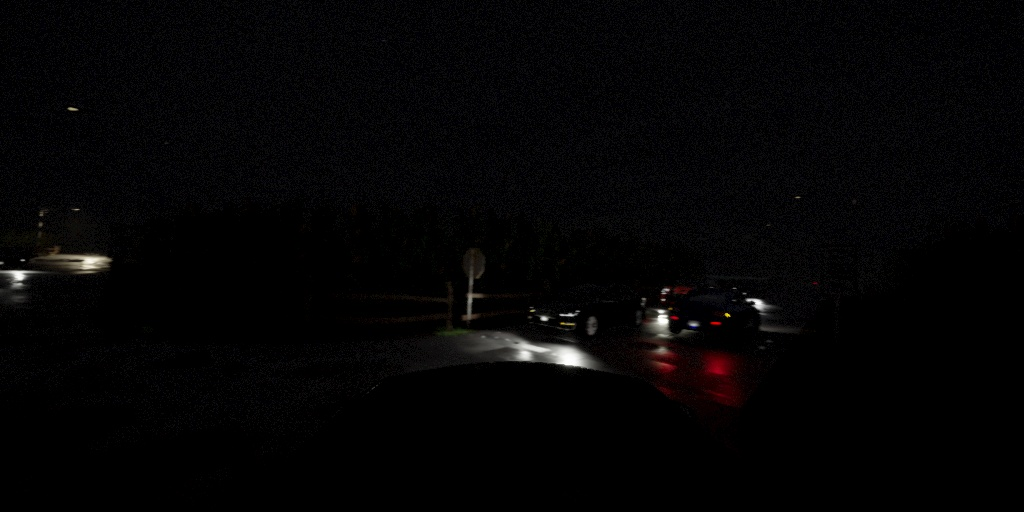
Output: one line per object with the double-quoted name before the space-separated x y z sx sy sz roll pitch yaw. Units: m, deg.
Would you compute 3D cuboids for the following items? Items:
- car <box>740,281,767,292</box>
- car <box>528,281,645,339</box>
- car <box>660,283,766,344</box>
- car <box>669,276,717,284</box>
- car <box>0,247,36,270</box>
"car" 20.254 2.841 30.534 1.895 1.301 4.718 1 -2 43
"car" 2.556 1.554 11.394 1.837 1.490 4.892 1 -2 44
"car" 6.464 1.752 11.368 1.812 1.442 4.674 2 -2 43
"car" 9.584 1.875 18.947 2.097 1.767 4.553 1 -2 43
"car" -34.106 0.119 24.360 4.892 1.490 1.837 2 -2 43
